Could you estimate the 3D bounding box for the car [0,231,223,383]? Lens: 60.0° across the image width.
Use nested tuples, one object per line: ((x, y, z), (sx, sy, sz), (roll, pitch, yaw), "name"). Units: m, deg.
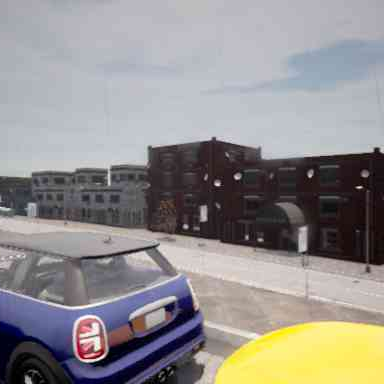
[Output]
((-2.127, 1.352, 4.736), (4.553, 1.767, 2.185), (0, 0, 35), "car")
